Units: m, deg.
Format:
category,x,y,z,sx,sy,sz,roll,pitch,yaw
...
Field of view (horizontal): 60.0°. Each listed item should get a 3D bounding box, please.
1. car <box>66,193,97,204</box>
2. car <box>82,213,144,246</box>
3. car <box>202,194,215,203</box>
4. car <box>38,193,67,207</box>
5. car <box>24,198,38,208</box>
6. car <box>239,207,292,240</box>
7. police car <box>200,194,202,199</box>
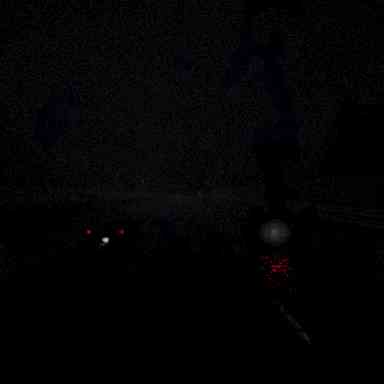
category,x,y,z,sx,sy,sz,roll,pitch,yaw
car,-14.070,1.216,43.668,2.150,2.045,5.566,0,0,0
car,-3.397,1.603,15.328,1.895,1.301,4.718,0,0,0
car,3.514,1.545,67.163,1.994,1.385,4.181,0,0,0
car,-17.567,1.216,43.666,2.150,2.045,5.566,0,0,0
car,-21.057,1.541,45.930,2.033,1.411,5.357,0,0,1
car,3.604,1.507,16.883,1.837,1.490,4.892,0,0,0
police car,3.517,1.480,78.169,2.038,1.542,4.974,0,0,0
